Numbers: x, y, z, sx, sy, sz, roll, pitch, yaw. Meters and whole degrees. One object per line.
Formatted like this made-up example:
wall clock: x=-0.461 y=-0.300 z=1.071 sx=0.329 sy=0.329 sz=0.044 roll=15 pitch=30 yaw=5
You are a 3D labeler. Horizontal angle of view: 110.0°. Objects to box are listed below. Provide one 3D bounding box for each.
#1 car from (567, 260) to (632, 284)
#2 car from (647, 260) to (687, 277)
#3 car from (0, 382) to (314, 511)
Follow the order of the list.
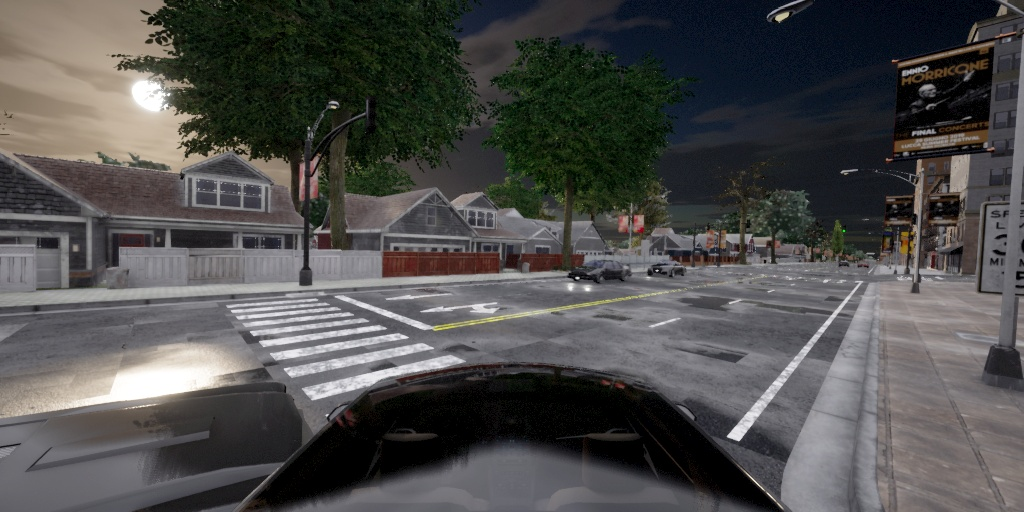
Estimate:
car: x=5.824 y=0.944 z=23.238 sx=5.357 sy=1.411 sz=2.033 roll=0 pitch=2 yaw=-44
car: x=13.135 y=1.013 z=30.326 sx=4.181 sy=1.385 sz=1.994 roll=0 pitch=2 yaw=-45
car: x=-3.306 y=1.295 z=1.232 sx=4.718 sy=1.301 sz=1.895 roll=1 pitch=2 yaw=-34
